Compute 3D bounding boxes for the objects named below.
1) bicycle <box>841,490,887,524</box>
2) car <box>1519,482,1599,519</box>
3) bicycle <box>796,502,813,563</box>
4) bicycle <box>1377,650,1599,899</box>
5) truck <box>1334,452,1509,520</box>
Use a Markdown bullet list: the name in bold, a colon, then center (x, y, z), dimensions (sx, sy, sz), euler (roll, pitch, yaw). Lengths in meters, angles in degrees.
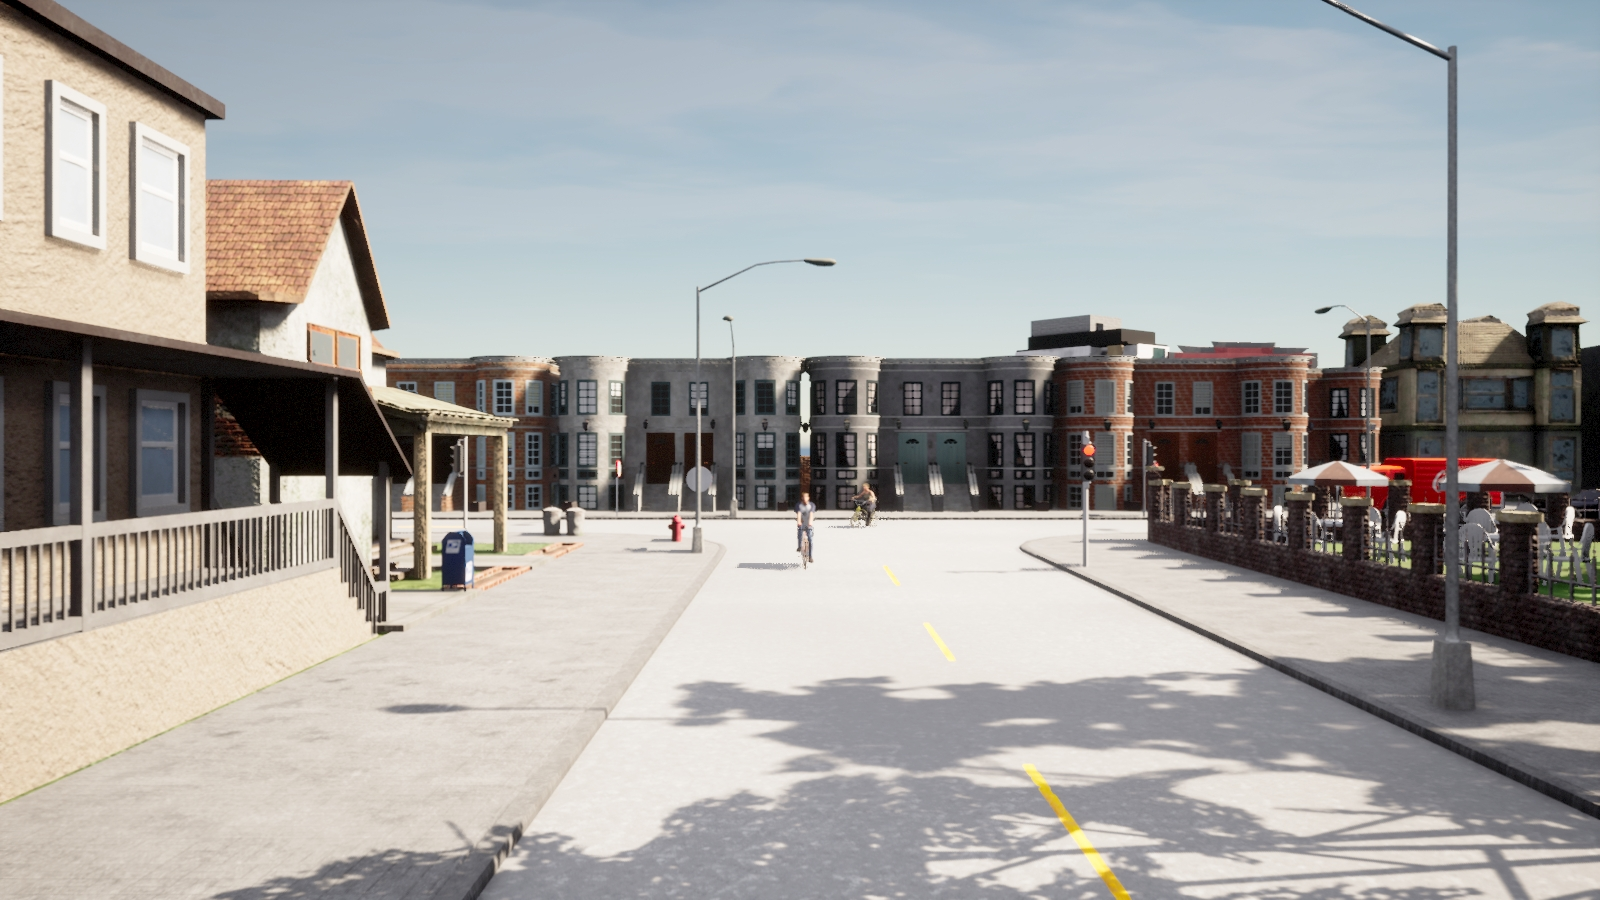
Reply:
- **bicycle**: center (2.252, 2.009, 40.330), dimensions (0.859, 1.080, 1.487), euler (2, 2, 42)
- **car**: center (30.160, 1.905, 43.218), dimensions (4.718, 1.301, 1.895), euler (0, 0, 0)
- **bicycle**: center (0.118, 1.917, 26.713), dimensions (0.373, 1.296, 1.643), euler (0, 0, 1)
- **bicycle**: center (3.920, 1.930, 6.521), dimensions (0.373, 1.296, 1.643), euler (0, 0, -2)
- **truck**: center (23.408, 1.315, 43.208), dimensions (5.204, 2.467, 2.627), euler (0, 0, 0)
